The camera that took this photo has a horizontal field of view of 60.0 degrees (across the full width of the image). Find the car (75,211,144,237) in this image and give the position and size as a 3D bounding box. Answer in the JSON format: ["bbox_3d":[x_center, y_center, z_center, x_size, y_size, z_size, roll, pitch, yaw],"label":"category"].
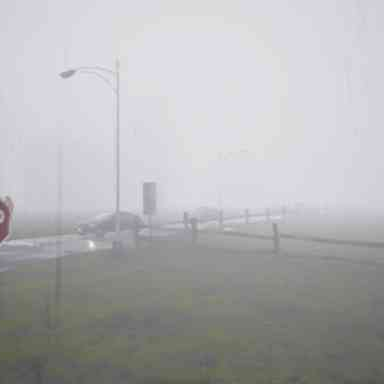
[{"bbox_3d":[-5.028,1.908,20.809,1.812,1.442,4.674,-1,-2,36],"label":"car"}]

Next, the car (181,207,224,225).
[{"bbox_3d":[1.020,2.041,29.269,2.128,1.511,4.902,-1,-2,36],"label":"car"}]

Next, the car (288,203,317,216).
[{"bbox_3d":[14.709,2.160,43.354,2.097,1.767,4.553,-1,-2,36],"label":"car"}]

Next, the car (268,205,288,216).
[{"bbox_3d":[11.771,2.389,44.238,2.033,1.411,5.357,-1,-2,36],"label":"car"}]
